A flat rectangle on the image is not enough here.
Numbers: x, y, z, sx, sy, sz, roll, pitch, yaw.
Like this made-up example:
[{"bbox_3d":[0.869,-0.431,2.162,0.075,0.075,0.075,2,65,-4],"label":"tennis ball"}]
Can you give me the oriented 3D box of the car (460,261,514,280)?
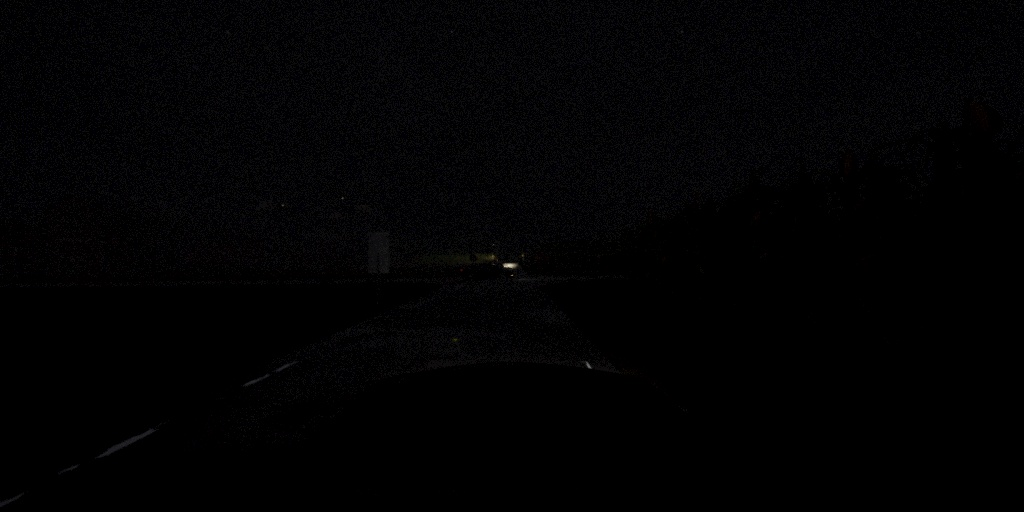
[{"bbox_3d":[-2.256,1.430,32.493,4.892,1.490,1.837,0,0,0],"label":"car"}]
